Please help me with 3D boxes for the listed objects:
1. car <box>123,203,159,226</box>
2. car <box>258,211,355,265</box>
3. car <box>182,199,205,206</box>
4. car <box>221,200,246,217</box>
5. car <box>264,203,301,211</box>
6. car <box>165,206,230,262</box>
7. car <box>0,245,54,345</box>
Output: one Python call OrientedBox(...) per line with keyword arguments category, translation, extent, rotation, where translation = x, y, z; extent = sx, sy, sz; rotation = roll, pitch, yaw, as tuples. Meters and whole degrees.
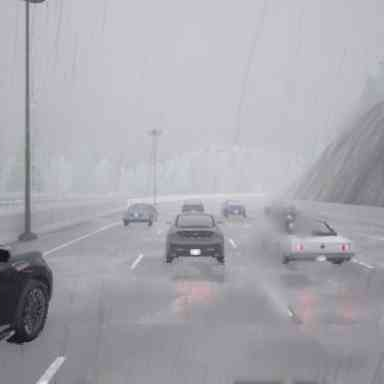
OrientedBox(category="car", translation=(-3.405, 1.459, 22.725), extent=(2.033, 1.411, 5.357), rotation=(0, 0, 0))
OrientedBox(category="car", translation=(3.599, 1.556, 11.470), extent=(1.895, 1.301, 4.718), rotation=(0, 0, 0))
OrientedBox(category="car", translation=(0.103, 1.363, 29.678), extent=(1.882, 1.535, 5.008), rotation=(0, 0, 0))
OrientedBox(category="car", translation=(3.585, 1.413, 29.186), extent=(1.812, 1.442, 4.674), rotation=(0, 0, 0))
OrientedBox(category="car", translation=(7.094, 1.498, 26.581), extent=(1.895, 1.301, 4.718), rotation=(0, 0, 0))
OrientedBox(category="car", translation=(0.097, 1.458, 11.945), extent=(1.837, 1.490, 4.892), rotation=(0, 0, 0))
OrientedBox(category="car", translation=(-3.400, 1.208, 3.237), extent=(2.150, 2.045, 5.566), rotation=(0, 0, 0))
